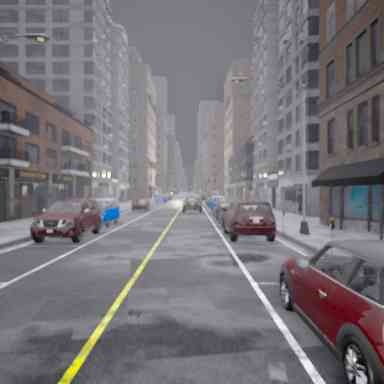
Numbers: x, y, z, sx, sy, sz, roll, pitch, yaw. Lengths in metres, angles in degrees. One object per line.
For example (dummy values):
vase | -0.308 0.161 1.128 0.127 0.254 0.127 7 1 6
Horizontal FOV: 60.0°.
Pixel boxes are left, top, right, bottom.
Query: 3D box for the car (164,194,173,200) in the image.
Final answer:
car | -5.853 1.313 83.222 1.887 1.381 4.507 0 0 0

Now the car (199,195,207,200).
car | 2.672 1.334 83.224 1.947 1.339 4.313 0 0 0

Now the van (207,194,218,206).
van | 2.670 1.276 32.959 1.690 1.788 3.998 0 0 0

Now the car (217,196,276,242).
car | 2.669 1.290 16.203 2.192 1.841 5.009 0 0 0

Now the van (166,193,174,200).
van | -5.853 1.089 88.807 1.690 1.788 3.998 0 0 0

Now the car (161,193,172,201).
car | -5.853 1.103 77.634 2.192 1.841 5.009 0 0 0

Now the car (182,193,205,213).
car | 0.050 1.278 36.025 2.097 1.767 4.553 0 0 0

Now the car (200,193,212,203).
car | 2.672 1.142 66.468 2.192 1.841 5.009 0 0 0

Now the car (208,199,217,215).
car | 2.670 1.501 27.374 2.008 1.369 4.403 0 0 0

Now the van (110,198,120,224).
van | -5.856 1.305 21.774 1.690 1.788 3.998 0 0 0

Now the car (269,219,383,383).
car | 2.669 1.433 5.033 1.967 1.590 4.097 0 0 0

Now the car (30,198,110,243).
car | -5.857 1.290 16.189 2.192 1.841 5.009 0 0 0

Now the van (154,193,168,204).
van | -5.854 1.187 60.877 1.690 1.788 3.998 0 0 0

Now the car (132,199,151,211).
car | -5.855 1.463 38.534 1.887 1.381 4.507 0 0 0

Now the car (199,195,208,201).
car | 2.672 1.354 77.639 1.947 1.339 4.313 0 0 0

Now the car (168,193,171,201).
car | -5.854 1.393 66.464 1.947 1.339 4.313 0 0 0

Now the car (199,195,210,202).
car | 2.671 1.359 72.055 2.008 1.369 4.403 0 0 0

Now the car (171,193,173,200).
car | -5.854 1.374 72.050 1.947 1.339 4.313 0 0 0

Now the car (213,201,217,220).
car | 2.669 1.530 21.788 1.947 1.339 4.313 0 0 0

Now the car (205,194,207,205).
car | 3.146 1.393 47.857 1.837 1.490 4.892 0 0 0

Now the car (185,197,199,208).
car | 0.010 1.417 46.964 1.812 1.442 4.674 0 0 0
